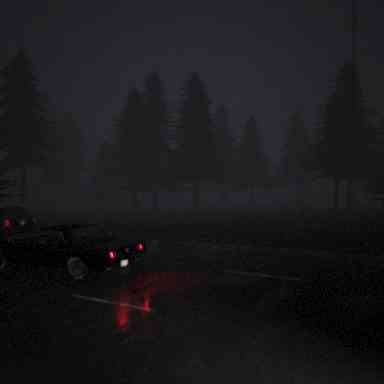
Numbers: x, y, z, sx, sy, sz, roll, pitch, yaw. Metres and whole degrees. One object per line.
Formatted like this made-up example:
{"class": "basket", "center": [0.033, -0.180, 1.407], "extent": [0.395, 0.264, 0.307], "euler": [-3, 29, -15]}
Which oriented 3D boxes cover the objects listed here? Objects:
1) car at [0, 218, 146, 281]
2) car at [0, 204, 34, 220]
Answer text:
{"class": "car", "center": [-3.814, 1.620, 9.784], "extent": [4.718, 1.301, 1.895], "euler": [-1, 0, 24]}
{"class": "car", "center": [-9.613, 1.419, 15.407], "extent": [4.553, 1.767, 2.097], "euler": [-1, 0, 15]}
